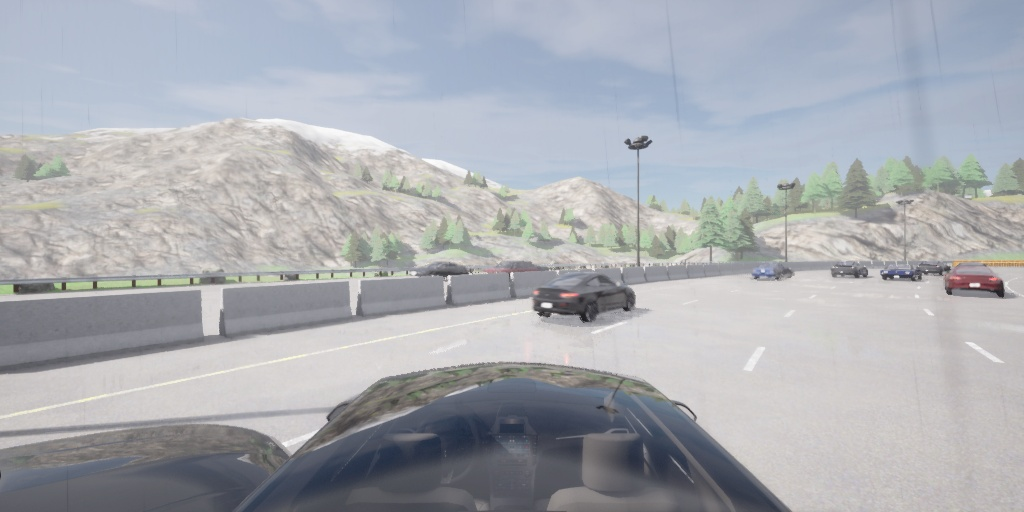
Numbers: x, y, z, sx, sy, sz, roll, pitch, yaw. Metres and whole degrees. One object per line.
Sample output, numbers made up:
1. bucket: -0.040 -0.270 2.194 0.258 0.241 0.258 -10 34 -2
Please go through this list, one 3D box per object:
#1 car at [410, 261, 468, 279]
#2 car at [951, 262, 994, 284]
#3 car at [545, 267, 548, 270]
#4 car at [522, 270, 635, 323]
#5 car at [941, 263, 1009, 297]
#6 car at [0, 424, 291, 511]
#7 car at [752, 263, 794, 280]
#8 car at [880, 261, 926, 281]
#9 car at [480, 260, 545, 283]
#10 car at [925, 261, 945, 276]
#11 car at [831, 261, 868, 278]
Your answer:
1. car: -5.848 1.241 29.148 2.128 1.511 4.902 0 0 44
2. car: 35.967 1.254 27.981 4.892 1.490 1.837 0 0 -35
3. car: 1.009 1.297 31.110 5.357 1.411 2.033 0 0 -44
4. car: 2.541 1.275 12.202 1.812 1.442 4.674 0 0 42
5. car: 24.378 1.276 19.020 4.674 1.442 1.812 1 0 -41
6. car: -2.981 1.255 0.495 4.892 1.490 1.837 0 0 -45
7. car: 22.869 1.297 31.388 5.357 1.411 2.033 0 0 -38
8. car: 32.306 1.351 29.698 4.718 1.301 1.895 0 0 -35
9. car: -0.180 1.102 24.929 2.097 1.767 4.553 0 0 45
10. car: 43.310 1.241 36.831 4.902 1.511 2.128 0 0 -31
11. car: 31.372 1.241 33.307 4.902 1.511 2.128 0 0 -35
